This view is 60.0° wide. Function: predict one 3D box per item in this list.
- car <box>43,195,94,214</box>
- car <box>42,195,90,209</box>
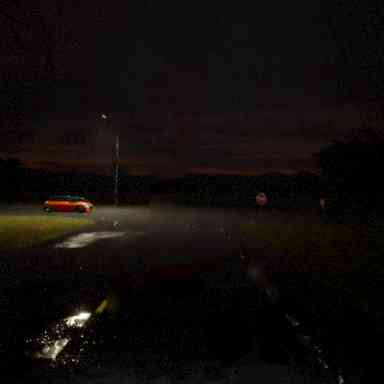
[{"bbox_3d":[-12.027,1.204,32.543,4.553,1.767,2.097,1,1,0],"label":"car"},{"bbox_3d":[-14.864,1.152,39.552,4.902,1.511,2.128,2,1,0],"label":"car"}]
